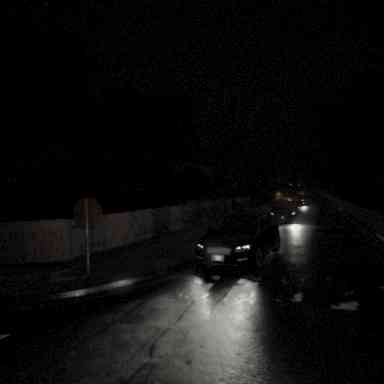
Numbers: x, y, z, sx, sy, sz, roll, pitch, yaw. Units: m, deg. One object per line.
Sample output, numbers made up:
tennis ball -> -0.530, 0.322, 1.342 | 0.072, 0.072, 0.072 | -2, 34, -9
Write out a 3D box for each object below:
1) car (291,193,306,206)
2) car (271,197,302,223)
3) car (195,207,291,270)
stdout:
car -> 14.385, 0.992, 45.392 | 2.097, 1.767, 4.553 | -2, 0, 20
car -> 6.833, 1.404, 24.418 | 1.812, 1.442, 4.674 | -2, 0, 20
car -> 1.727, 1.499, 11.243 | 2.128, 1.511, 4.902 | -2, 0, 25
